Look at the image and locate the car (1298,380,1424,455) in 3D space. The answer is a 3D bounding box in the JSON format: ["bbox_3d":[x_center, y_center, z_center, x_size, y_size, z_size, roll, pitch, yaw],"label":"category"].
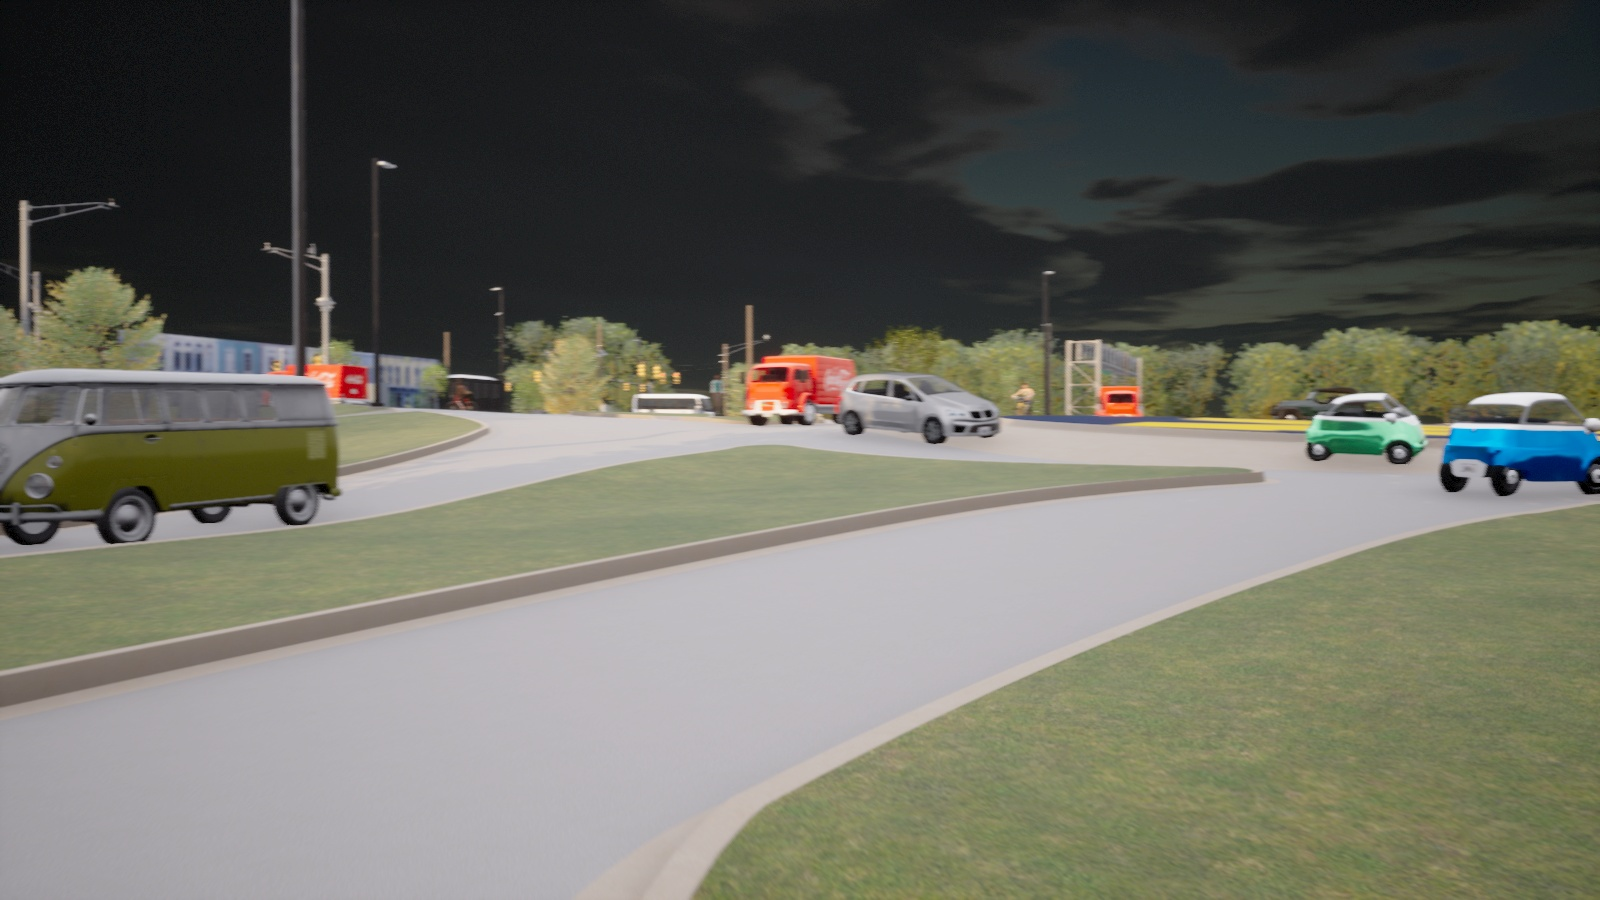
[{"bbox_3d":[11.488,-0.680,25.704,2.207,1.376,1.481,1,7,30],"label":"car"}]

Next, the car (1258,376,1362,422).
[{"bbox_3d":[22.180,-2.211,54.746,3.866,1.878,1.905,2,0,11],"label":"car"}]

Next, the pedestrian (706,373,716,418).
[{"bbox_3d":[-3.847,-2.370,54.457,0.396,1.930,0.692,-1,0,-3],"label":"pedestrian"}]

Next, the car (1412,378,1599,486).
[{"bbox_3d":[9.803,-0.282,17.247,2.207,1.376,1.481,-2,3,-28],"label":"car"}]

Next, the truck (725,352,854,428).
[{"bbox_3d":[-0.271,-2.092,44.693,2.627,2.467,5.204,0,2,24],"label":"truck"}]

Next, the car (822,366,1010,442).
[{"bbox_3d":[2.972,-1.281,33.000,2.242,1.667,4.611,-7,8,-41],"label":"car"}]

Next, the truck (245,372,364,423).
[{"bbox_3d":[-25.512,-2.666,64.733,5.204,2.467,2.627,0,0,18],"label":"truck"}]

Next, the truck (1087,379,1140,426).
[{"bbox_3d":[17.647,-2.650,70.919,2.627,2.467,5.204,-1,1,12],"label":"truck"}]

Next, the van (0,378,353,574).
[{"bbox_3d":[-7.657,0.184,15.076,1.775,1.987,4.442,-1,2,21],"label":"van"}]
